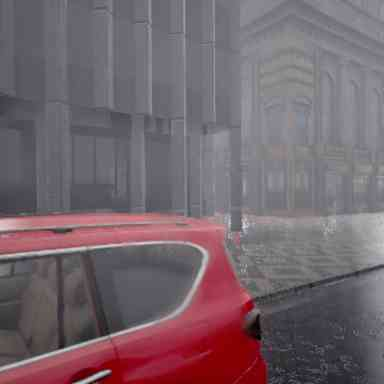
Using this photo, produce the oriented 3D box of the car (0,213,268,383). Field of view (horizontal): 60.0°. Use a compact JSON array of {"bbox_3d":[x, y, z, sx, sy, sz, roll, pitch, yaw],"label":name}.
[{"bbox_3d":[-1.984,1.222,1.967,5.566,2.045,2.150,0,0,-35],"label":"car"}]
